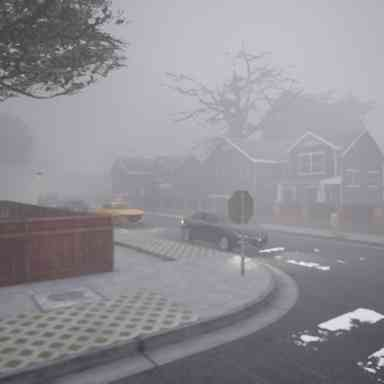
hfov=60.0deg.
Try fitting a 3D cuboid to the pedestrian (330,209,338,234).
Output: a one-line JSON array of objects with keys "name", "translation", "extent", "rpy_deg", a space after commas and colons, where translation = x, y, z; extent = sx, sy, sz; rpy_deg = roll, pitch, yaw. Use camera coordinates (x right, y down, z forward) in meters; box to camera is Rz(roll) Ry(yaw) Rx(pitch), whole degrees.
[{"name": "pedestrian", "translation": [7.169, 1.448, 16.706], "extent": [0.375, 1.300, 0.375], "rpy_deg": [0, 0, -36]}]

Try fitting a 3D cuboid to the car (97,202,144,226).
[{"name": "car", "translation": [-5.162, 1.471, 23.671], "extent": [1.882, 1.535, 5.008], "rpy_deg": [0, 0, -36]}]

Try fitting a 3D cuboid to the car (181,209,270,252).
[{"name": "car", "translation": [1.255, 1.547, 14.469], "extent": [1.837, 1.490, 4.892], "rpy_deg": [0, 0, -31]}]

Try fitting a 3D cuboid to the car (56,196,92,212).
[{"name": "car", "translation": [-11.148, 1.464, 31.875], "extent": [1.837, 1.490, 4.892], "rpy_deg": [0, 0, -36]}]

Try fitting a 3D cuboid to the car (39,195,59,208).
[{"name": "car", "translation": [-17.180, 1.424, 40.188], "extent": [2.128, 1.511, 4.902], "rpy_deg": [0, 0, -36]}]

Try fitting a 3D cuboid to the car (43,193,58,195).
[{"name": "car", "translation": [-22.132, 1.123, 51.725], "extent": [2.150, 2.045, 5.566], "rpy_deg": [0, 0, -36]}]
